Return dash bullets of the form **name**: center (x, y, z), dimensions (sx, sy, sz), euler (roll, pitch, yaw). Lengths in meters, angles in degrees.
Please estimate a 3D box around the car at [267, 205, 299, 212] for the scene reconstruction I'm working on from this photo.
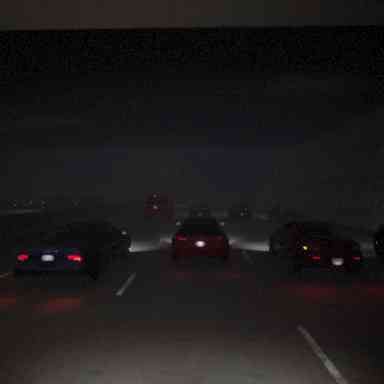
- **car**: center (7.659, 1.778, 28.164), dimensions (1.895, 1.301, 4.718), euler (0, 0, 2)

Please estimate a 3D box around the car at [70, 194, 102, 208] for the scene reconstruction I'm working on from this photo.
- **car**: center (-13.192, 1.351, 42.560), dimensions (2.150, 2.045, 5.566), euler (0, 0, 1)

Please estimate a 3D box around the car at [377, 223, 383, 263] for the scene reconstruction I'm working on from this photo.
- **car**: center (7.221, 1.307, 9.030), dimensions (2.150, 2.045, 5.566), euler (0, 0, 2)

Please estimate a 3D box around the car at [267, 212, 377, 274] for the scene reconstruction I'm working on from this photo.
- **car**: center (3.769, 1.598, 10.769), dimensions (1.812, 1.442, 4.674), euler (0, 0, 2)

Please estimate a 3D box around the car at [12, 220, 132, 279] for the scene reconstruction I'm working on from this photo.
- **car**: center (-3.251, 1.579, 10.163), dimensions (2.033, 1.411, 5.357), euler (0, 0, 2)

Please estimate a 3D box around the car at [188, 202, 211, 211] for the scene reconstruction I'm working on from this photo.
- **car**: center (0.703, 1.639, 29.974), dimensions (2.128, 1.511, 4.902), euler (0, 0, 1)

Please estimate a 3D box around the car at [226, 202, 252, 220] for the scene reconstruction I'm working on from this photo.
- **car**: center (4.202, 1.658, 29.896), dimensions (2.128, 1.511, 4.902), euler (0, 0, 1)

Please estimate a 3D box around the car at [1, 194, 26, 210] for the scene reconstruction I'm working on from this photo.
- **car**: center (-23.609, 1.311, 45.522), dimensions (2.150, 2.045, 5.566), euler (0, -1, 2)

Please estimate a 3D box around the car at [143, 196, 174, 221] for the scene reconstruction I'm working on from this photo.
- **car**: center (-2.818, 1.343, 29.011), dimensions (2.150, 2.045, 5.566), euler (0, 0, 1)

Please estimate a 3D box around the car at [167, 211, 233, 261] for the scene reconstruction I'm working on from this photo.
- **car**: center (0.314, 1.626, 12.566), dimensions (1.994, 1.385, 4.181), euler (0, 0, 2)

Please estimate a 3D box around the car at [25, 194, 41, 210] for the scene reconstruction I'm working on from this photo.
- **car**: center (-20.120, 1.455, 45.194), dimensions (2.097, 1.767, 4.553), euler (0, 0, 2)

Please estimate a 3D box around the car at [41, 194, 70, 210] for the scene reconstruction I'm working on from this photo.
- **car**: center (-16.691, 1.332, 42.627), dimensions (2.150, 2.045, 5.566), euler (0, 0, 1)
